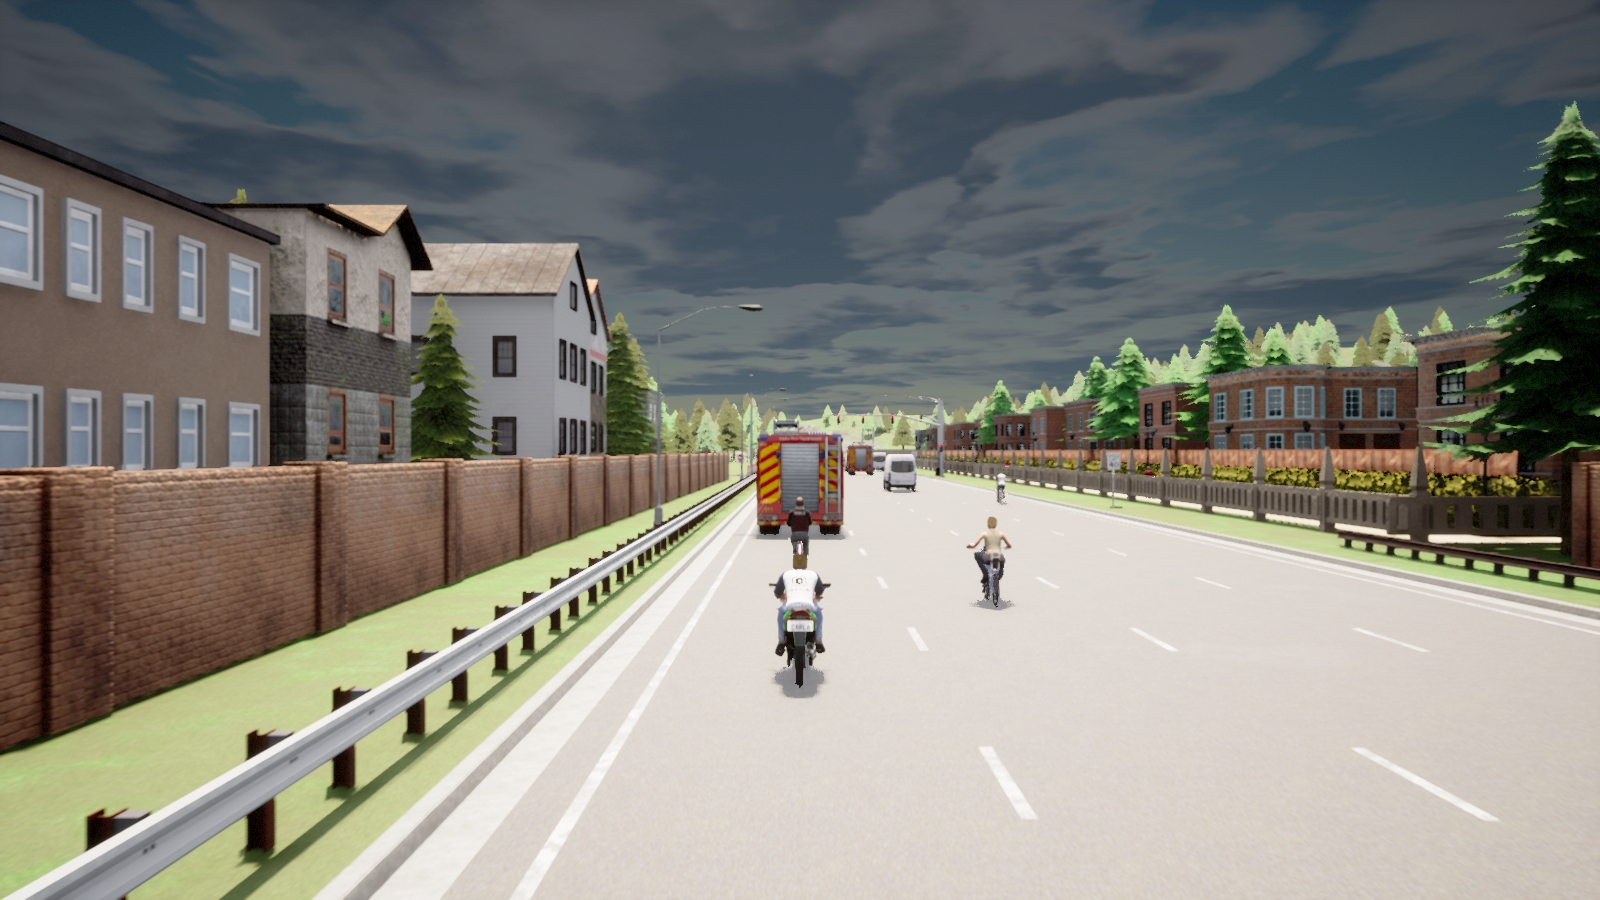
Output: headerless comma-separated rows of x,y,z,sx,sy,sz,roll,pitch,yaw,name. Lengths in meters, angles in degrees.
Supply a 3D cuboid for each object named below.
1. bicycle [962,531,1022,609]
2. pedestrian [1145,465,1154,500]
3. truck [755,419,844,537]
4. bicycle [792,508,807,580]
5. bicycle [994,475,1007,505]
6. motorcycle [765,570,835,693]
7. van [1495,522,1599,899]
3.498,2.171,20.920,0.859,1.277,1.487,0,0,0,bicycle
18.899,1.740,61.795,0.375,1.860,0.375,0,0,9,pedestrian
-0.009,0.917,41.478,2.891,3.827,8.468,0,0,0,truck
-0.009,2.077,25.660,0.329,1.471,1.835,0,0,0,bicycle
10.513,2.093,59.863,0.373,1.496,1.643,0,-1,0,bicycle
-0.002,2.196,14.135,0.803,1.199,2.033,0,0,0,motorcycle
3.497,1.535,1.157,1.988,2.561,5.915,0,0,0,van
